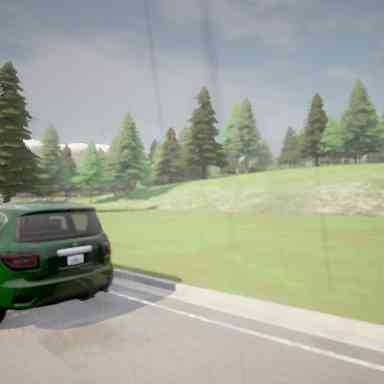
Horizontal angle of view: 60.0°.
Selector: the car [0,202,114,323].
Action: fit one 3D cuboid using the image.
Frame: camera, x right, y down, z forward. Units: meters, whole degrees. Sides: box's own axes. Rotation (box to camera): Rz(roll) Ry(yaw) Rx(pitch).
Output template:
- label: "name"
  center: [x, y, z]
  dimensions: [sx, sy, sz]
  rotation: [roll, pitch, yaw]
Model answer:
- label: "car"
  center: [-4.068, 1.229, 7.256]
  dimensions: [5.566, 2.045, 2.150]
  rotation: [0, 0, 38]
